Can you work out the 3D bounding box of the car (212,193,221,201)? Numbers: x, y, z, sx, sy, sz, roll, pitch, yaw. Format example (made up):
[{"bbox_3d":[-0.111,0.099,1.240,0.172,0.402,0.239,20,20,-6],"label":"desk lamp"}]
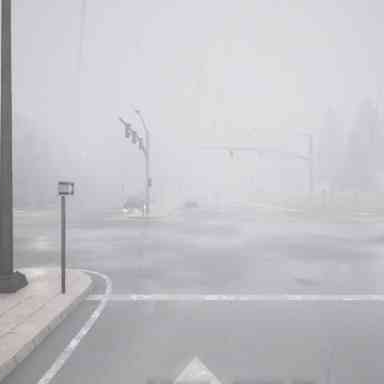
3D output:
[{"bbox_3d":[6.307,1.225,85.865,2.150,2.045,5.566,0,0,-1],"label":"car"}]

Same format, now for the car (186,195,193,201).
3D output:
[{"bbox_3d":[-0.693,1.500,85.801,1.837,1.490,4.892,0,0,-1],"label":"car"}]

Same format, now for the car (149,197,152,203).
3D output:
[{"bbox_3d":[-8.340,1.505,55.746,1.837,1.490,4.892,0,0,-1],"label":"car"}]

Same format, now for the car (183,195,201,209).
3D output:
[{"bbox_3d":[-0.094,1.526,44.757,1.812,1.442,4.674,0,0,-1],"label":"car"}]

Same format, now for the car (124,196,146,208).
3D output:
[{"bbox_3d":[-8.220,1.352,46.712,2.097,1.767,4.553,0,0,-1],"label":"car"}]

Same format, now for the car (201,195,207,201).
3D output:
[{"bbox_3d":[2.807,1.524,85.860,1.812,1.442,4.674,0,0,-1],"label":"car"}]

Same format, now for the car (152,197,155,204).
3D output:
[{"bbox_3d":[-8.430,1.601,65.690,1.895,1.301,4.718,0,0,0],"label":"car"}]
